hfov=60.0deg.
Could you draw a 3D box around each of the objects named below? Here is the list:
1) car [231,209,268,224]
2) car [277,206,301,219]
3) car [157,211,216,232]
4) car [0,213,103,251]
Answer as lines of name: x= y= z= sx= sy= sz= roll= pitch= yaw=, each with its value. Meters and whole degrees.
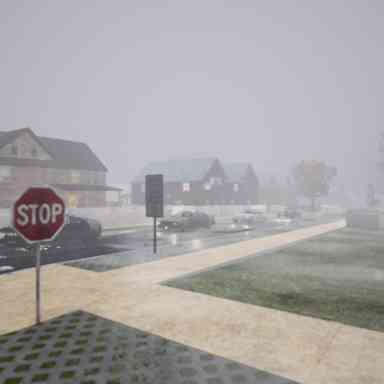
car: x=5.728 y=2.391 z=32.827 sx=1.895 sy=1.301 sz=4.718 roll=-1 pitch=-2 yaw=35
car: x=12.325 y=2.582 z=42.077 sx=2.128 sy=1.511 sz=4.902 roll=-1 pitch=-2 yaw=36
car: x=-0.205 y=2.081 z=24.460 sx=2.033 sy=1.411 sz=5.357 roll=-1 pitch=-2 yaw=35
car: x=-6.486 y=1.763 z=15.575 sx=2.128 sy=1.511 sz=4.902 roll=-1 pitch=-2 yaw=35
